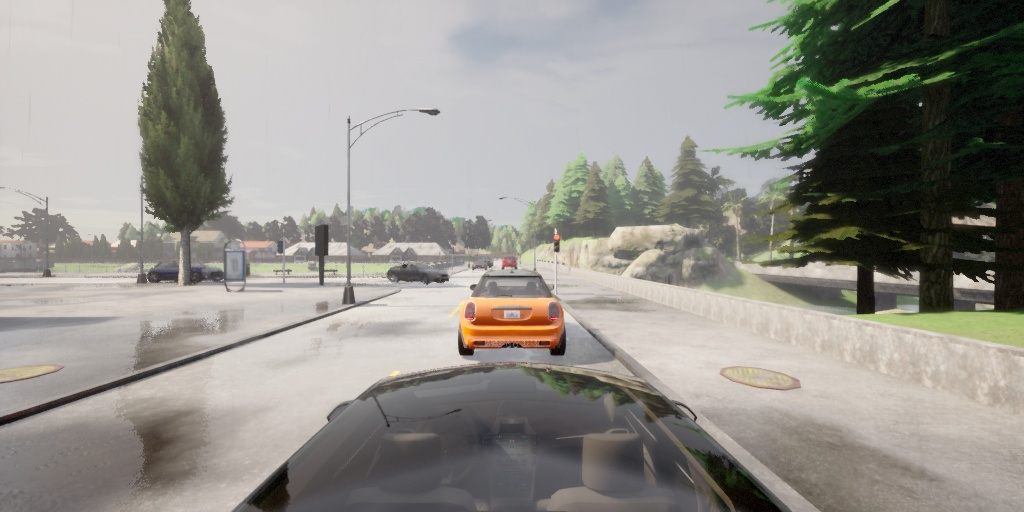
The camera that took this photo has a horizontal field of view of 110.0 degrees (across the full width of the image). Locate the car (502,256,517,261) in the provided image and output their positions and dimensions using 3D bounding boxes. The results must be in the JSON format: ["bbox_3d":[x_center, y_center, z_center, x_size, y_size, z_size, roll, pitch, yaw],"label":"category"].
[{"bbox_3d":[-0.381,0.971,54.353,2.150,2.045,5.566,0,0,-1],"label":"car"}]

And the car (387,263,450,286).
[{"bbox_3d":[-6.659,1.256,25.467,4.892,1.490,1.837,-1,-3,28],"label":"car"}]

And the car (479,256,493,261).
[{"bbox_3d":[-4.622,0.971,60.793,2.150,2.045,5.566,0,0,0],"label":"car"}]

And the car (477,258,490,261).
[{"bbox_3d":[-4.549,1.314,51.197,1.994,1.385,4.181,0,0,0],"label":"car"}]

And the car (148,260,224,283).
[{"bbox_3d":[-24.339,1.105,26.971,4.553,1.767,2.097,0,0,-1],"label":"car"}]

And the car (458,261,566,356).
[{"bbox_3d":[-0.003,1.102,8.792,2.097,1.767,4.553,0,0,0],"label":"car"}]
